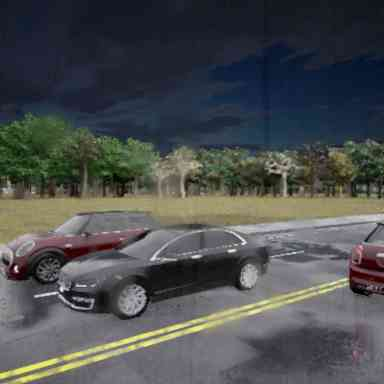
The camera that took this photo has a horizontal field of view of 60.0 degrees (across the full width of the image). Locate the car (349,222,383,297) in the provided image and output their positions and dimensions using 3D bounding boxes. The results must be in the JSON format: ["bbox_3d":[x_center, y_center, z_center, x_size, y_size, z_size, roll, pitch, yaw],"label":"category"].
[{"bbox_3d":[5.520,1.351,7.376,4.553,1.767,2.097,0,0,-36],"label":"car"}]

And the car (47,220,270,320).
[{"bbox_3d":[-0.370,1.504,7.413,4.892,1.490,1.837,0,0,-36],"label":"car"}]

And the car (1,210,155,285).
[{"bbox_3d":[-2.878,1.351,9.616,4.553,1.767,2.097,0,0,-35],"label":"car"}]
